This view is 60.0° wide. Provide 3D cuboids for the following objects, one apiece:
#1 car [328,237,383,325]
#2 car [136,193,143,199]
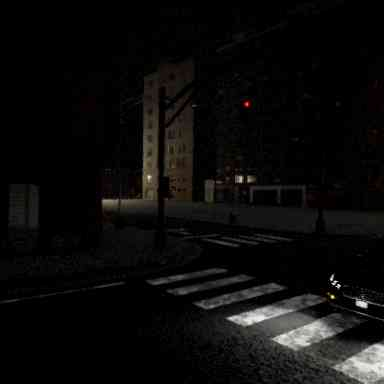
[{"bbox_3d":[4.823,1.641,6.974,4.892,1.490,1.837,0,0,-35],"label":"car"},{"bbox_3d":[-13.020,1.176,91.332,4.553,1.767,2.097,1,0,-45],"label":"car"}]
